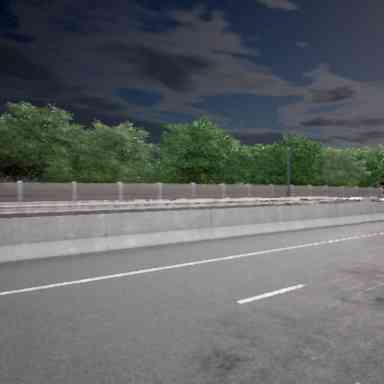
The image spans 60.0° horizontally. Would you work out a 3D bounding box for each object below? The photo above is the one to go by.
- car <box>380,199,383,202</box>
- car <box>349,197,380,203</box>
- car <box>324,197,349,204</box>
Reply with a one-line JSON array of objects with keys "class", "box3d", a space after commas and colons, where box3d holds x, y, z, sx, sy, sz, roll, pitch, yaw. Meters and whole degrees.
[{"class": "car", "box3d": [23.926, 1.385, 38.207, 4.674, 1.442, 1.812, 0, 0, -35]}, {"class": "car", "box3d": [21.931, 1.337, 41.083, 5.008, 1.535, 1.882, 0, 0, -35]}, {"class": "car", "box3d": [19.519, 1.406, 43.658, 5.357, 1.411, 2.033, 0, 0, -35]}]
